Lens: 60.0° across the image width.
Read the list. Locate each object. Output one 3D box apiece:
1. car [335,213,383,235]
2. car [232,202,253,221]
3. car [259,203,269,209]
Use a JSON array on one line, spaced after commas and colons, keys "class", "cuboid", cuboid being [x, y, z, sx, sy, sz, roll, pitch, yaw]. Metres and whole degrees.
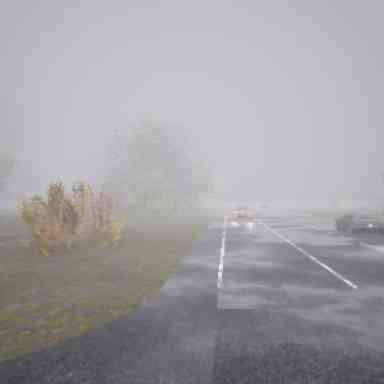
[{"class": "car", "cuboid": [10.975, 2.042, 22.015, 1.994, 1.385, 4.181, -1, -2, 6]}, {"class": "car", "cuboid": [5.551, 2.289, 36.944, 2.097, 1.767, 4.553, -1, -2, 6]}, {"class": "car", "cuboid": [17.276, 3.444, 79.740, 2.033, 1.411, 5.357, -1, -2, 6]}]
